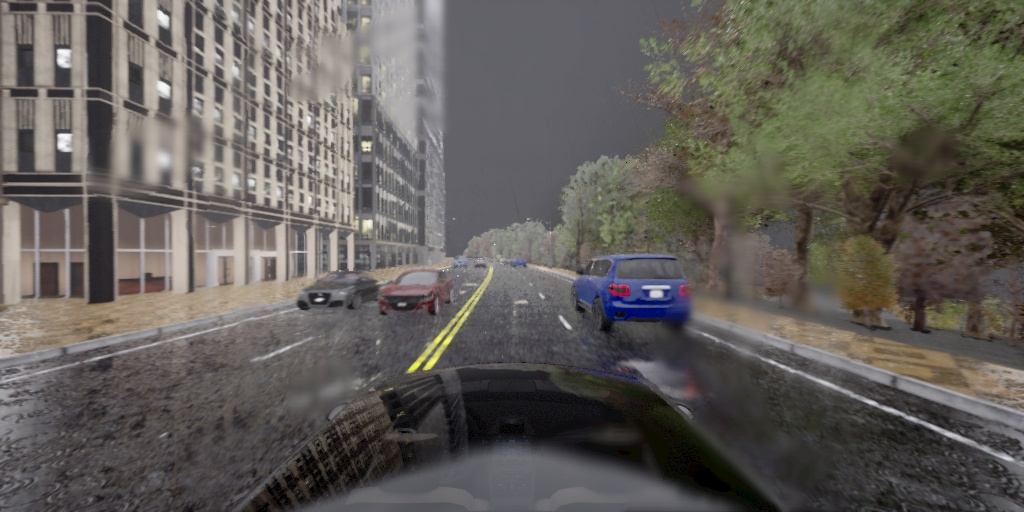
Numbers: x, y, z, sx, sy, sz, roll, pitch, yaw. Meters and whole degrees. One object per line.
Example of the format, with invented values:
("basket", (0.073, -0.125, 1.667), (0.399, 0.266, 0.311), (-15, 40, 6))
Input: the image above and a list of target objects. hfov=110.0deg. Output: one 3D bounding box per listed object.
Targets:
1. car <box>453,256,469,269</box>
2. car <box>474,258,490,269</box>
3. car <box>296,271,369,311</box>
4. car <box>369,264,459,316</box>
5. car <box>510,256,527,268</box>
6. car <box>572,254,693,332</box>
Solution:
("car", (-8.172, 0.965, 57.414), (2.150, 2.045, 5.566), (0, 0, -3))
("car", (-4.811, 1.339, 55.396), (1.895, 1.301, 4.718), (0, 0, -3))
("car", (-6.692, 1.323, 14.413), (1.994, 1.385, 4.181), (0, 0, -1))
("car", (-3.431, 1.232, 13.623), (1.882, 1.535, 5.008), (0, 0, -1))
("car", (1.307, 0.943, 62.562), (2.150, 2.045, 5.566), (0, 0, -4))
("car", (3.300, 0.966, 10.936), (2.150, 2.045, 5.566), (0, 0, -1))
